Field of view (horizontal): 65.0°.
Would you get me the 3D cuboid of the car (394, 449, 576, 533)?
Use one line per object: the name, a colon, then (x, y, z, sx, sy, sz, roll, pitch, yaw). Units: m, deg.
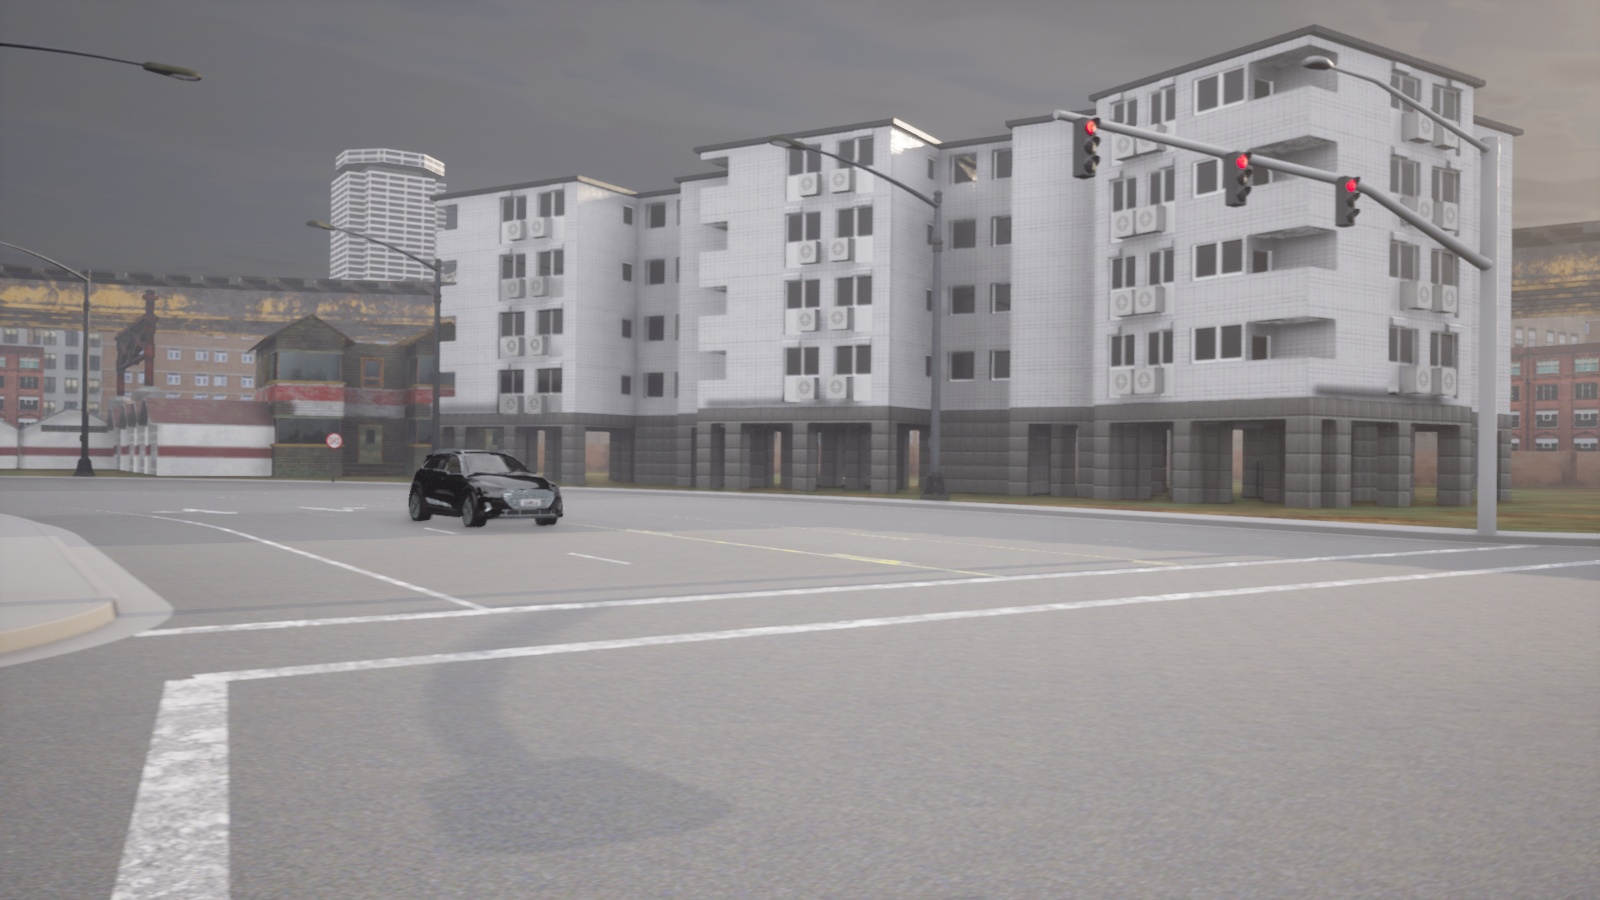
car: (-6.913, 0.810, 27.184, 2.033, 1.649, 4.856, 1, -1, -38)
